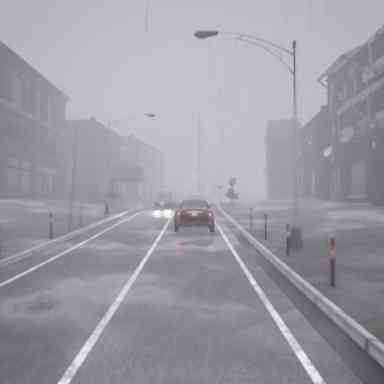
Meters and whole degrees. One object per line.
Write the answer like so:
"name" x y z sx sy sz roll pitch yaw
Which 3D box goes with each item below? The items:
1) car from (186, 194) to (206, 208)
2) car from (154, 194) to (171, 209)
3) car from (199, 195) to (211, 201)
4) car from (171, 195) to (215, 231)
"car" 0.493 1.010 37.593 2.033 1.411 5.357 0 0 3
"car" -2.808 0.963 34.831 2.128 1.511 4.902 0 0 3
"car" 2.925 1.348 74.935 1.895 1.301 4.718 0 -1 13
"car" 0.115 1.097 18.763 2.097 1.767 4.553 0 2 0
